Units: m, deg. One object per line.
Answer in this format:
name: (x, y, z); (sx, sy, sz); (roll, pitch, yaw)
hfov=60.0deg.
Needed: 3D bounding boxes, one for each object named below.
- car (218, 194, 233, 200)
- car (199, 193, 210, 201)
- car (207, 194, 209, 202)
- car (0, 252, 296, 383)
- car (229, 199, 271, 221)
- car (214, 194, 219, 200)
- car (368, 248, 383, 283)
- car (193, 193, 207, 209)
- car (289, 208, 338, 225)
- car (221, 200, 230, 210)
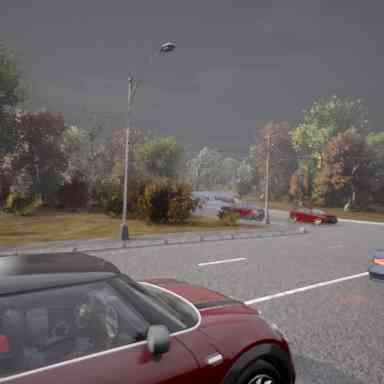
car: (7.486, 1.615, 69.282); (1.837, 1.490, 4.892); (2, 3, -8)
car: (2.951, 1.103, 78.406); (2.128, 1.511, 4.902); (2, 2, -1)
car: (1.497, 1.462, 61.302); (2.097, 1.767, 4.553); (2, 2, -10)
car: (-1.161, 1.355, 2.918); (4.553, 1.767, 2.097); (0, 0, -36)
car: (6.152, 1.979, 34.500); (2.097, 1.767, 4.553); (3, -1, -23)
car: (6.406, 1.228, 79.487); (1.994, 1.385, 4.181); (2, 2, -1)
car: (6.593, 1.675, 8.473); (5.357, 1.411, 2.033); (2, -1, -36)
car: (0.068, 1.525, 51.850); (2.150, 2.045, 5.566); (3, 1, -14)
car: (11.406, 2.260, 31.507); (1.882, 1.535, 5.008); (3, -2, -25)
car: (5.681, 2.262, 45.242); (1.895, 1.301, 4.718); (3, 0, -18)
